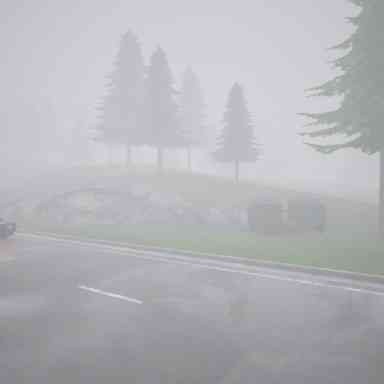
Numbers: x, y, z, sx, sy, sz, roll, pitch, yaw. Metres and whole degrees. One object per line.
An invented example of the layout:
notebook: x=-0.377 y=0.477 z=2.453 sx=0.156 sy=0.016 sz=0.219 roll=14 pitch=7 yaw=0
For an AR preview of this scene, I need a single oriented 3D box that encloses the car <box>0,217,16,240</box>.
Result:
car: x=-10.374 y=1.601 z=15.686 sx=4.718 sy=1.301 sz=1.895 roll=0 pitch=0 yaw=36
